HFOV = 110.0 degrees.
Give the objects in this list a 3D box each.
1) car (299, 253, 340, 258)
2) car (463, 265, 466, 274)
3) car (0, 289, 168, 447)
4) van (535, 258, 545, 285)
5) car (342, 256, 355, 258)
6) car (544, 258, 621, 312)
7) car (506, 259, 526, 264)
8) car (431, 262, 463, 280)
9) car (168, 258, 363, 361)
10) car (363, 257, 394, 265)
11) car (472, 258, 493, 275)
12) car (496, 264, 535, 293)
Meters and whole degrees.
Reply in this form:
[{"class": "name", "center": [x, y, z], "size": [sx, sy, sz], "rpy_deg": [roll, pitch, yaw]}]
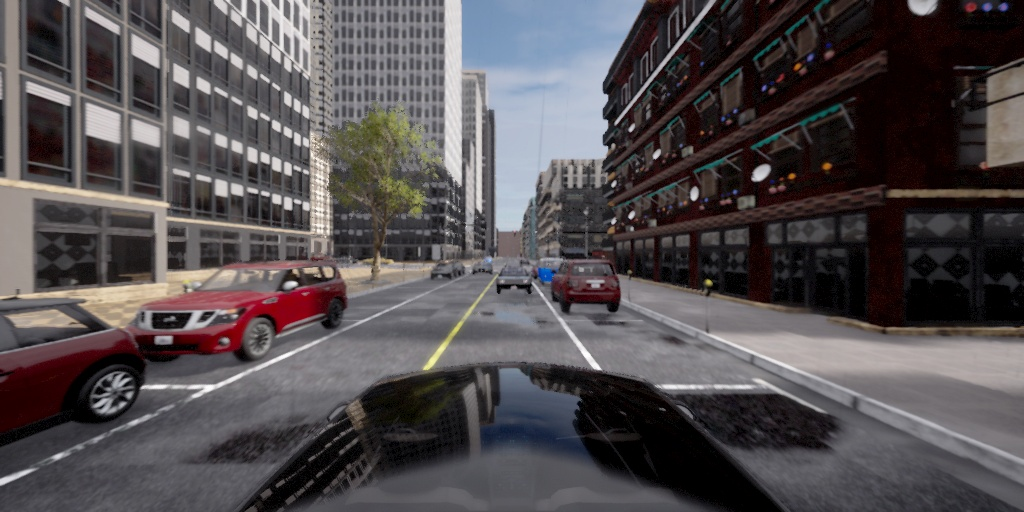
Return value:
[{"class": "car", "center": [-27.376, 0.486, 50.401], "size": [5.009, 1.841, 2.192], "rpy_deg": [0, 0, -1]}, {"class": "car", "center": [-5.683, 1.240, 35.828], "size": [1.948, 1.339, 4.313], "rpy_deg": [0, 0, 0]}, {"class": "car", "center": [-5.691, 1.187, 2.828], "size": [1.967, 1.591, 4.097], "rpy_deg": [0, 0, 0]}, {"class": "van", "center": [2.695, 1.038, 25.031], "size": [1.690, 1.789, 3.998], "rpy_deg": [0, 0, 0]}, {"class": "car", "center": [-27.477, 0.693, 58.781], "size": [4.313, 1.339, 1.948], "rpy_deg": [0, 0, -1]}, {"class": "car", "center": [2.692, 1.036, 13.928], "size": [2.192, 1.841, 5.009], "rpy_deg": [0, 0, 0]}, {"class": "car", "center": [0.105, 1.276, 34.961], "size": [1.895, 1.301, 4.718], "rpy_deg": [0, 0, 0]}, {"class": "car", "center": [-5.684, 1.251, 30.582], "size": [1.948, 1.339, 4.313], "rpy_deg": [0, 0, 0]}, {"class": "car", "center": [-5.689, 1.049, 8.379], "size": [2.192, 1.841, 5.009], "rpy_deg": [0, 0, 0]}, {"class": "car", "center": [-22.032, 0.757, 58.930], "size": [4.829, 1.417, 1.751], "rpy_deg": [0, 0, -1]}, {"class": "car", "center": [-2.995, 1.238, 37.404], "size": [1.994, 1.385, 4.181], "rpy_deg": [0, 0, 0]}, {"class": "car", "center": [0.103, 1.308, 20.281], "size": [1.895, 1.301, 4.718], "rpy_deg": [0, 0, 0]}]
